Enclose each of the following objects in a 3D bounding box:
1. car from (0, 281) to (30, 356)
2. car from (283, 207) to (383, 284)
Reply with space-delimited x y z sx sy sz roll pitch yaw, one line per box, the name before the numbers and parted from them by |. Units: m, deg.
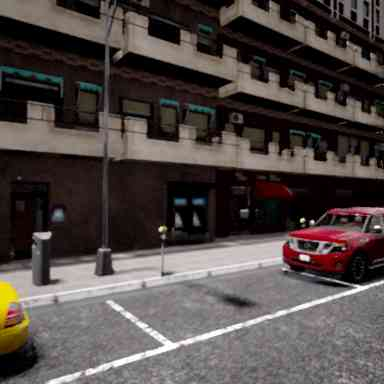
car | -4.391 1.508 3.425 4.829 1.417 1.752 1 0 -35
car | 4.975 1.416 10.102 5.009 1.841 2.192 1 0 -35
